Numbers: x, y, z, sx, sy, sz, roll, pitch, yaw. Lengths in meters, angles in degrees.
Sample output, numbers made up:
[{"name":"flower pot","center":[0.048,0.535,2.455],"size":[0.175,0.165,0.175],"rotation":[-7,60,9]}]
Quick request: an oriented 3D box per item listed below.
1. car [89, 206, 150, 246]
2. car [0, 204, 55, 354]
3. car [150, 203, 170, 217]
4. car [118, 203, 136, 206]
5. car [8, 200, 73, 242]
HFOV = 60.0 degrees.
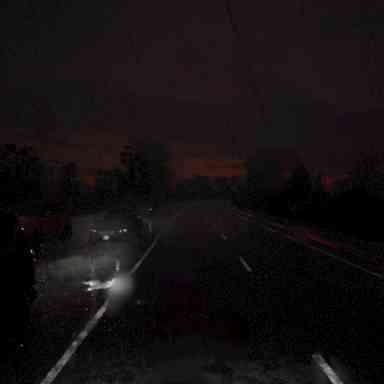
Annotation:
[{"name":"car","center":[-3.600,1.669,16.406],"size":[2.128,1.511,4.902],"rotation":[0,-1,0]},{"name":"car","center":[-3.605,1.261,3.286],"size":[2.150,2.045,5.566],"rotation":[0,-1,-1]},{"name":"car","center":[-3.483,1.902,36.108],"size":[1.895,1.301,4.718],"rotation":[0,-1,0]},{"name":"car","center":[-6.983,1.862,36.166],"size":[1.994,1.385,4.181],"rotation":[0,-1,0]},{"name":"car","center":[-7.109,1.386,14.748],"size":[2.150,2.045,5.566],"rotation":[0,-1,0]}]
